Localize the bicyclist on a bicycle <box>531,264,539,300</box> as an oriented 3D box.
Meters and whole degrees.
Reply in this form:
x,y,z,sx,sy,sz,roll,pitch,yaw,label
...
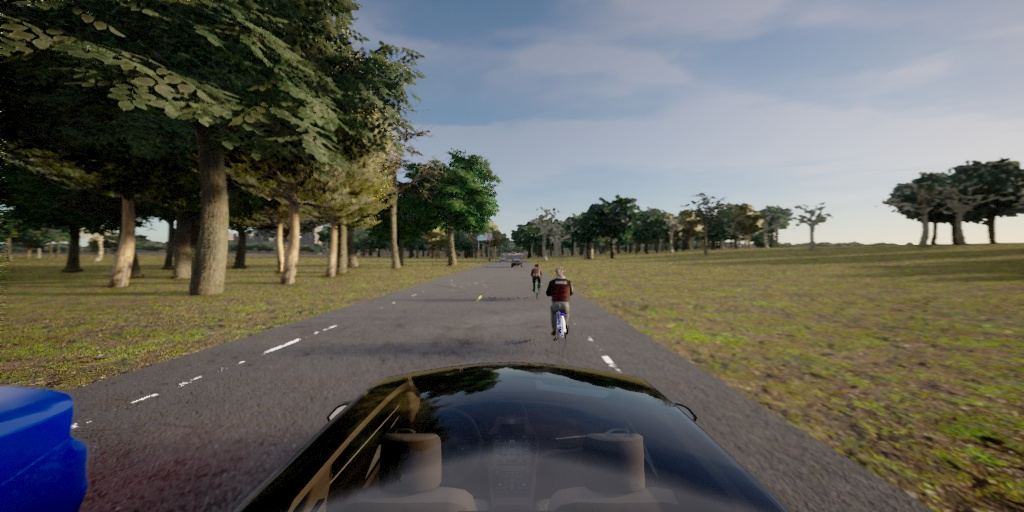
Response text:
x,y,z,sx,sy,sz,roll,pitch,yaw,label
1.158,1.192,16.675,0.582,1.620,1.656,0,0,1,bicyclist on a bicycle

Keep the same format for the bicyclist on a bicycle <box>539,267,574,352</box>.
x,y,z,sx,sy,sz,roll,pitch,yaw,label
1.053,1.116,8.011,0.659,1.776,1.843,0,0,1,bicyclist on a bicycle

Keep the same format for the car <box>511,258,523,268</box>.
x,y,z,sx,sy,sz,roll,pitch,yaw,label
0.819,1.137,60.229,1.837,1.490,4.892,0,0,1,car
